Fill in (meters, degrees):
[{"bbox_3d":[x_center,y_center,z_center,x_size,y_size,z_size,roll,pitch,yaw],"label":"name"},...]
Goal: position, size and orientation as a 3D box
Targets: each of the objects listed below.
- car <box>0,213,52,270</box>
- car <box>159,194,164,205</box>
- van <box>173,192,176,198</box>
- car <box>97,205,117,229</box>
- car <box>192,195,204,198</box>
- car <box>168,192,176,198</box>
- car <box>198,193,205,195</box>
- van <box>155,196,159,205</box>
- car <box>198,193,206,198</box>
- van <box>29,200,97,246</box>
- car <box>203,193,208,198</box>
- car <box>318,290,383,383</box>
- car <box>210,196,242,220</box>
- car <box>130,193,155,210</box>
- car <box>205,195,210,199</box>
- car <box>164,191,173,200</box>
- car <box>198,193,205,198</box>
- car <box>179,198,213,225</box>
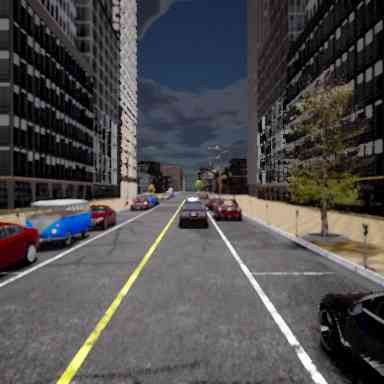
[{"bbox_3d":[-5.686,1.484,8.778,1.887,1.381,4.507,0,0,0],"label":"car"},{"bbox_3d":[-5.682,1.222,48.623,1.947,1.339,4.313,0,0,0],"label":"car"},{"bbox_3d":[-5.678,0.745,82.773,1.690,1.788,3.998,0,0,0],"label":"van"},{"bbox_3d":[-5.685,1.443,20.163,1.802,1.307,4.206,0,0,0],"label":"car"},{"bbox_3d":[0.103,1.316,40.470,1.895,1.301,4.718,0,0,0],"label":"car"},{"bbox_3d":[-5.677,0.759,94.158,1.967,1.590,4.097,0,0,0],"label":"car"},{"bbox_3d":[2.701,0.929,71.373,1.967,1.590,4.097,0,0,0],"label":"car"},{"bbox_3d":[-5.681,1.039,42.929,1.690,1.788,3.998,0,0,0],"label":"van"},{"bbox_3d":[2.702,0.912,88.449,2.008,1.369,4.403,0,0,0],"label":"car"},{"bbox_3d":[-5.685,1.241,14.469,1.690,1.788,3.998,0,0,0],"label":"van"},{"bbox_3d":[2.698,1.222,43.085,1.752,1.417,4.829,0,0,0],"label":"car"},{"bbox_3d":[2.694,1.544,3.073,1.947,1.339,4.313,0,0,0],"label":"car"},{"bbox_3d":[2.697,1.261,25.838,1.967,1.590,4.097,0,0,0],"label":"car"},{"bbox_3d":[-5.683,1.179,37.237,1.967,1.590,4.097,0,0,0],"label":"car"},{"bbox_3d":[2.697,1.321,37.223,1.802,1.307,4.206,0,0,0],"label":"car"},{"bbox_3d":[-5.680,1.016,71.220,1.752,1.417,4.829,0,0,0],"label":"car"},{"bbox_3d":[2.703,0.864,94.141,1.887,1.381,4.507,0,0,0],"label":"car"},{"bbox_3d":[0.108,1.392,22.383,2.033,1.411,5.357,0,0,0],"label":"car"}]
